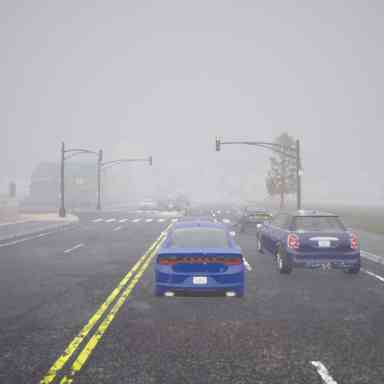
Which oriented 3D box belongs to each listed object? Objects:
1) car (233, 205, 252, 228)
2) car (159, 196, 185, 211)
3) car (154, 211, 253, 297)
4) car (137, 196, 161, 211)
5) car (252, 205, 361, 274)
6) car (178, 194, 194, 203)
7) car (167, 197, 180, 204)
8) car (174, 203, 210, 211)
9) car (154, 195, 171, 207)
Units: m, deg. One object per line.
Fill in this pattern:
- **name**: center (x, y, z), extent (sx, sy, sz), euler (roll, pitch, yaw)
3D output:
- **car**: center (3.613, 1.520, 19.873), extent (1.837, 1.490, 4.892), euler (0, 0, 1)
- **car**: center (-2.356, 1.548, 40.970), extent (2.128, 1.511, 4.902), euler (0, 0, 3)
- **car**: center (0.167, 1.483, 8.628), extent (1.882, 1.535, 5.008), euler (0, 0, 0)
- **car**: center (-5.551, 1.589, 42.407), extent (1.812, 1.442, 4.674), euler (0, 0, 3)
- **car**: center (3.448, 1.358, 10.721), extent (2.097, 1.767, 4.553), euler (0, 0, 1)
- **car**: center (-1.472, 1.317, 56.778), extent (2.150, 2.045, 5.566), euler (0, 0, 5)
- **car**: center (-3.806, 1.684, 69.125), extent (2.033, 1.411, 5.357), euler (0, 0, 4)
- **car**: center (0.322, 1.563, 18.441), extent (2.033, 1.411, 5.357), euler (0, 0, 1)
- **car**: center (-4.825, 1.446, 55.407), extent (2.097, 1.767, 4.553), euler (0, 0, 4)
